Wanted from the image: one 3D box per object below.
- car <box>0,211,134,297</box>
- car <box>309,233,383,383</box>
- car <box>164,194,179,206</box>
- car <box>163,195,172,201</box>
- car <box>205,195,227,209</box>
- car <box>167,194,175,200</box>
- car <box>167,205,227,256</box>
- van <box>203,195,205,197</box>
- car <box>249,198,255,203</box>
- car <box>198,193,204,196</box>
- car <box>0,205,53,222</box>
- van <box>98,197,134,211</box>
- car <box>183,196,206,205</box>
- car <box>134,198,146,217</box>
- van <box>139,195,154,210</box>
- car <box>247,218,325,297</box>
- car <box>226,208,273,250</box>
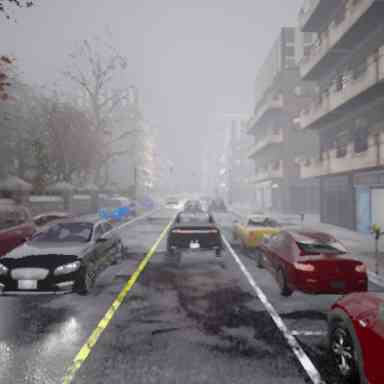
[{"bbox_3d":[-3.108,1.471,8.728,2.128,1.511,4.902,0,0,0],"label":"car"},{"bbox_3d":[2.703,1.434,2.708,1.967,1.590,4.097,1,0,0],"label":"car"},{"bbox_3d":[-3.039,1.477,52.845,2.033,1.411,5.357,0,0,0],"label":"car"},{"bbox_3d":[-5.734,1.358,79.141,1.752,1.417,4.829,1,0,0],"label":"car"},{"bbox_3d":[2.648,1.363,35.847,1.967,1.590,4.097,1,0,0],"label":"car"},{"bbox_3d":[-5.741,1.249,90.596,1.967,1.590,4.097,1,0,0],"label":"car"},{"bbox_3d":[0.086,1.463,12.870,2.128,1.511,4.902,0,0,0],"label":"car"},{"bbox_3d":[2.643,1.252,41.370,1.690,1.788,3.998,1,0,0],"label":"van"},{"bbox_3d":[13.593,1.455,67.510,4.097,1.590,1.967,0,-1,1],"label":"car"},{"bbox_3d":[2.645,1.398,79.318,1.947,1.339,4.313,1,0,0],"label":"car"},{"bbox_3d":[-5.679,1.297,8.224,2.192,1.841,5.009,1,0,0],"label":"car"},{"bbox_3d":[-5.700,1.287,24.795,1.690,1.788,3.998,1,0,0],"label":"van"},{"bbox_3d":[0.076,1.474,33.922,2.033,1.411,5.357,0,0,0],"label":"car"},{"bbox_3d":[-5.683,1.500,30.319,1.947,1.339,4.313,1,0,0],"label":"car"},{"bbox_3d":[-5.670,1.252,41.366,1.690,1.788,3.998,1,0,0],"label":"van"},{"bbox_3d":[2.696,1.564,8.231,1.802,1.307,4.206,1,0,0],"label":"car"},{"bbox_3d":[2.693,1.495,13.924,1.752,1.417,4.829,1,0,0],"label":"car"}]
